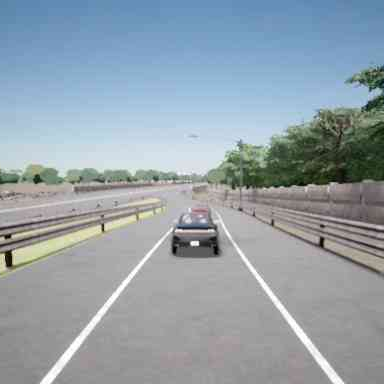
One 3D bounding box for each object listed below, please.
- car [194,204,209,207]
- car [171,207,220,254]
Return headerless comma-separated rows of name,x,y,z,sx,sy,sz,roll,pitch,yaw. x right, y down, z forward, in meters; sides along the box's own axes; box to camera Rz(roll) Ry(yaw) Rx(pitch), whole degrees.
car,0.801,1.795,29.206,1.812,1.442,4.674,0,0,3
car,0.175,1.624,14.184,2.128,1.511,4.902,0,0,2
